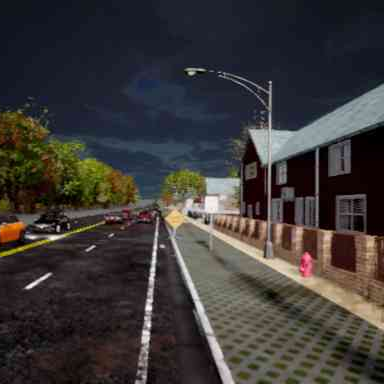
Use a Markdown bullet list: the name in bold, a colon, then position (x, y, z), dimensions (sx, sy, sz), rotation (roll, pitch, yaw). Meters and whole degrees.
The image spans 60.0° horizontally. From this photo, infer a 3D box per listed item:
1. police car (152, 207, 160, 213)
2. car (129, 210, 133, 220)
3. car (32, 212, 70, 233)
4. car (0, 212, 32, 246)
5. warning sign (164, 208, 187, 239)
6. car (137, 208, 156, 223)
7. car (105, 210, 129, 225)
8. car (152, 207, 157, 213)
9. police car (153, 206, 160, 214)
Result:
- **police car**: position (-9.814, 4.945, 90.559), dimensions (1.930, 1.638, 5.238), rotation (1, -2, -6)
- **car**: position (-10.095, 3.432, 50.652), dimensions (1.812, 1.442, 4.674), rotation (1, -2, -5)
- **car**: position (-11.084, 2.400, 26.398), dimensions (1.837, 1.490, 4.892), rotation (1, -2, -6)
- **car**: position (-10.111, 1.860, 16.524), dimensions (2.097, 1.767, 4.553), rotation (1, -2, -6)
- **warning sign**: position (-1.056, 1.981, 21.032), dimensions (1.300, 1.860, 1.060), rotation (2, -2, -6)
- **car**: position (-5.906, 3.139, 42.040), dimensions (1.837, 1.490, 4.892), rotation (1, -2, -6)
- **car**: position (-8.880, 2.986, 38.619), dimensions (2.033, 1.411, 5.357), rotation (1, -2, -5)
- **car**: position (-6.934, 3.515, 52.405), dimensions (1.882, 1.535, 5.008), rotation (1, -2, -5)
- **police car**: position (-8.832, 4.565, 80.614), dimensions (1.930, 1.638, 5.238), rotation (1, -2, -6)
